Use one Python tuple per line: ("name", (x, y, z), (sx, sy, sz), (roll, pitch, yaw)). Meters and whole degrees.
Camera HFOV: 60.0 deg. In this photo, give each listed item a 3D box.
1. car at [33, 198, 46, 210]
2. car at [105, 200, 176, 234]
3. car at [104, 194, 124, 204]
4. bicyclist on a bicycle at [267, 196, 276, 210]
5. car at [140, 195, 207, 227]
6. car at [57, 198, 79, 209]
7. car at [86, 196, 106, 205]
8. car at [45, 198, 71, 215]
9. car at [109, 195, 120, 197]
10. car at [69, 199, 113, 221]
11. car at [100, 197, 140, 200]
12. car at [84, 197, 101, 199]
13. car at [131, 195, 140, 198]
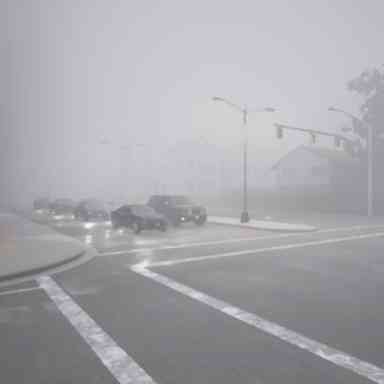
("car", (-19.377, 1.511, 43.375), (1.837, 1.490, 4.892), (0, 0, -34))
("car", (-3.216, 1.479, 19.825), (1.882, 1.535, 5.008), (0, 0, -34))
("car", (-14.959, 1.358, 63.544), (2.097, 1.767, 4.553), (0, 0, -35))
("bicyclist on a bicycle", (9.274, 1.301, 38.707), (1.656, 1.620, 0.582), (0, 0, -35))
("car", (-1.229, 1.223, 23.154), (2.150, 2.045, 5.566), (0, 0, -34))
("car", (-17.657, 1.570, 47.071), (1.994, 1.385, 4.181), (0, 0, -34))
("car", (-17.859, 1.554, 61.584), (2.033, 1.411, 5.357), (0, 0, -35))
("car", (-13.637, 1.482, 34.994), (1.882, 1.535, 5.008), (0, 0, -34))
("car", (-12.142, 1.531, 53.361), (1.812, 1.442, 4.674), (0, 0, -34))
("car", (-8.338, 1.529, 27.303), (1.812, 1.442, 4.674), (0, 0, -35))
("car", (-6.766, 1.529, 31.201), (1.812, 1.442, 4.674), (0, 0, -35))
("car", (-12.009, 1.509, 38.806), (1.837, 1.490, 4.892), (0, 0, -34))
("car", (-9.290, 1.356, 55.306), (2.097, 1.767, 4.553), (0, 0, -35))
